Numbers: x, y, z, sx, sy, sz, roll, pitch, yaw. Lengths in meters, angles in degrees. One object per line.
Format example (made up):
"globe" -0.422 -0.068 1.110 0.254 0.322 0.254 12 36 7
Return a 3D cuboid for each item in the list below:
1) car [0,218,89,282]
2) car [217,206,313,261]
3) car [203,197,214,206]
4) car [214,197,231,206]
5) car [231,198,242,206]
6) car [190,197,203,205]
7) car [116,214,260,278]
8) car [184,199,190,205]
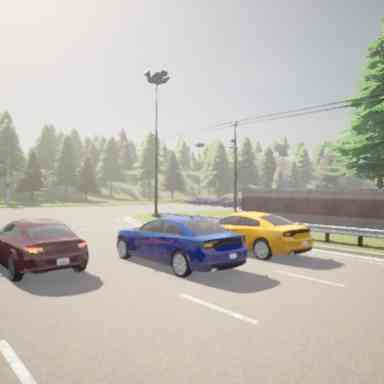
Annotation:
"car" -4.612 1.492 9.733 1.812 1.442 4.674 1 0 -41
"car" 2.060 1.508 12.738 1.882 1.535 5.008 1 0 -41
"car" 4.724 1.560 54.506 5.008 1.535 1.882 1 0 -41
"car" 6.462 1.643 51.385 5.357 1.411 2.033 1 0 -41
"car" 8.320 1.637 48.352 4.674 1.442 1.812 1 0 -41
"car" 2.545 1.664 57.240 4.718 1.301 1.895 1 0 -41
"car" -0.570 1.482 10.429 1.882 1.535 5.008 1 0 -41
"car" 1.049 1.599 60.561 5.357 1.411 2.033 1 0 -41
